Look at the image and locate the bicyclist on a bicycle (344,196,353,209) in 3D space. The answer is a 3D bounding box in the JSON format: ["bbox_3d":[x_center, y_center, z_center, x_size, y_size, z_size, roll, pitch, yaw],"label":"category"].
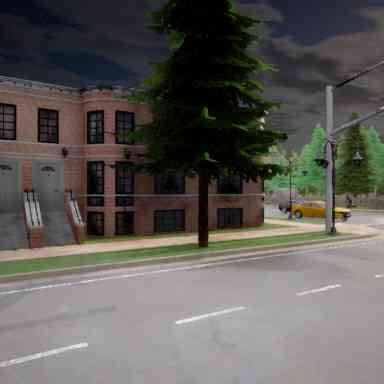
[{"bbox_3d":[19.144,1.301,40.639,1.656,1.620,0.582,0,0,-31],"label":"bicyclist on a bicycle"}]

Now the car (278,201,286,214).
[{"bbox_3d":[10.824,1.491,33.156,2.128,1.511,4.902,0,0,-31],"label":"car"}]

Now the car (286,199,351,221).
[{"bbox_3d":[10.390,1.478,27.031,1.882,1.535,5.008,0,0,-31],"label":"car"}]
